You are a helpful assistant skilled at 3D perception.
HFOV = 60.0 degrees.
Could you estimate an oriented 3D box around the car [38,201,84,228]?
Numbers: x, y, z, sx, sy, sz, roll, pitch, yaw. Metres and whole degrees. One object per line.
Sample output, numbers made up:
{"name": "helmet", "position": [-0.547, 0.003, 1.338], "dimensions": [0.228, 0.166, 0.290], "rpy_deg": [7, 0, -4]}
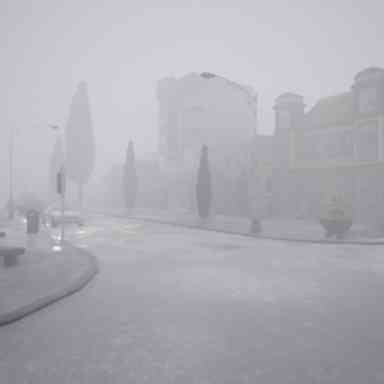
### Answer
{"name": "car", "position": [-8.756, 1.514, 22.362], "dimensions": [1.812, 1.442, 4.674], "rpy_deg": [0, 0, -35]}

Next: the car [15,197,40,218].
{"name": "car", "position": [-14.555, 1.493, 30.506], "dimensions": [1.837, 1.490, 4.892], "rpy_deg": [0, 0, -36]}

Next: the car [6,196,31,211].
{"name": "car", "position": [-20.530, 1.535, 38.925], "dimensions": [2.033, 1.411, 5.357], "rpy_deg": [0, 0, -36]}

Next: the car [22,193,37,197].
{"name": "car", "position": [-27.165, 1.201, 55.435], "dimensions": [2.150, 2.045, 5.566], "rpy_deg": [0, 0, -35]}
